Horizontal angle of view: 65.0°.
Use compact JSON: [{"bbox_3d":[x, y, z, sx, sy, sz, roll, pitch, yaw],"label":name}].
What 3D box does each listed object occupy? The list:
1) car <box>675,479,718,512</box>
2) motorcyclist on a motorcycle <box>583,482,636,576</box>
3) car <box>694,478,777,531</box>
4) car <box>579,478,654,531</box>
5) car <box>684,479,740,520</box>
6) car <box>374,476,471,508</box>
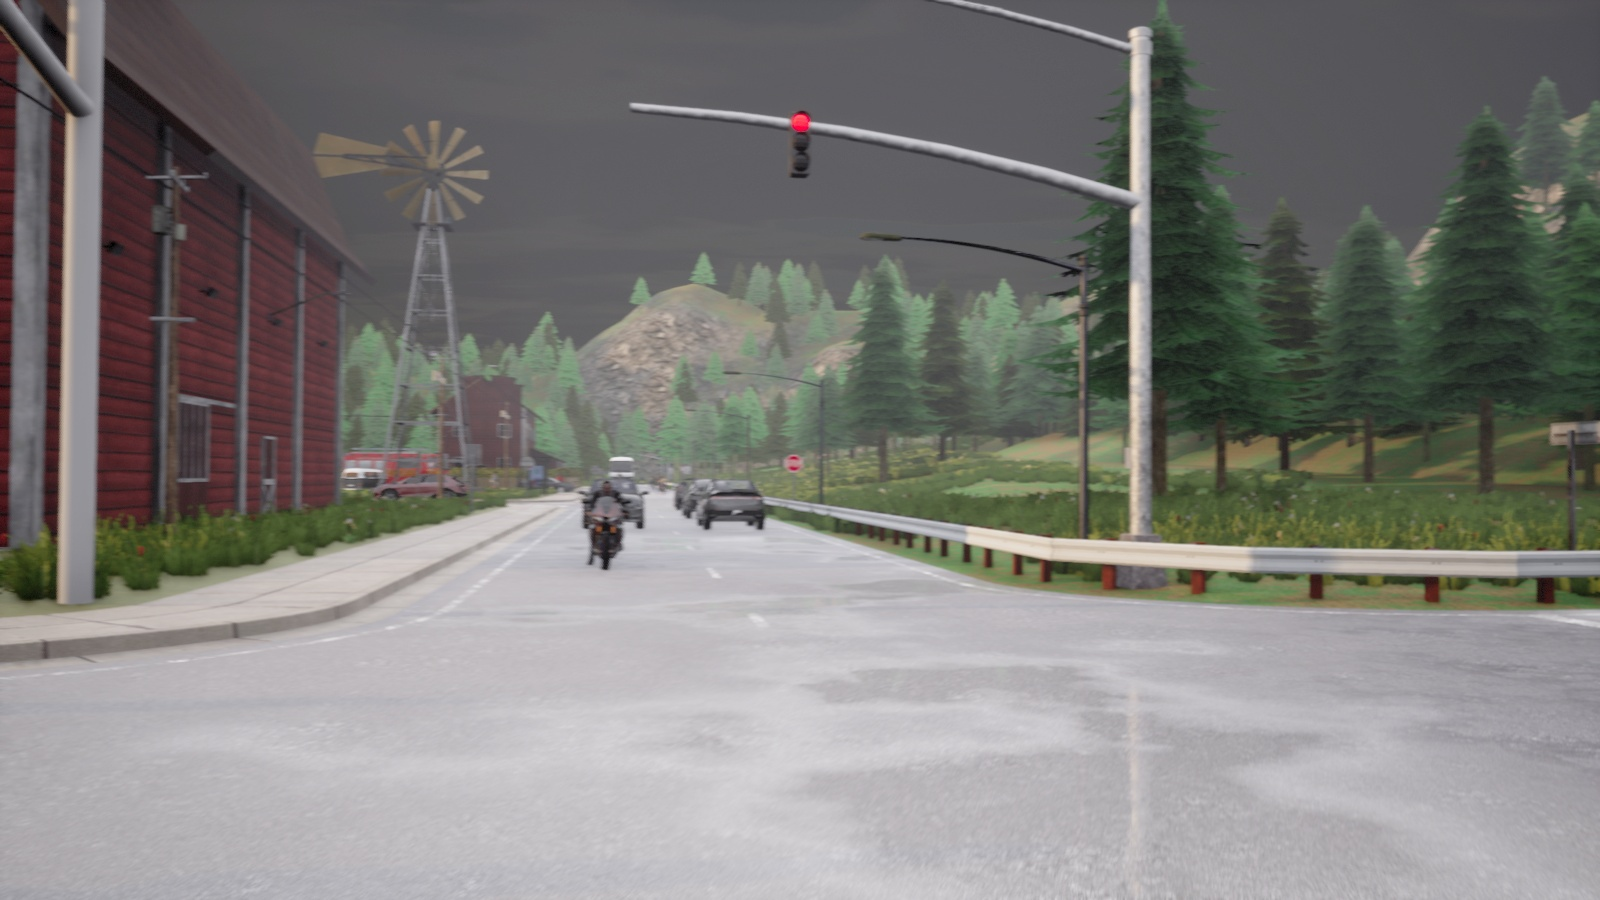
[{"bbox_3d":[-4.941,2.121,59.427,1.845,1.501,3.633,0,-1,-8],"label":"car"},{"bbox_3d":[-3.306,1.337,21.917,0.866,1.530,2.191,0,-1,-8],"label":"motorcyclist on a motorcycle"},{"bbox_3d":[-2.043,1.606,38.391,2.128,1.511,4.902,0,-1,-8],"label":"car"},{"bbox_3d":[-5.569,1.615,38.346,2.128,1.511,4.902,0,-1,-8],"label":"car"},{"bbox_3d":[-3.433,1.874,48.483,1.837,1.490,4.892,0,-1,-8],"label":"car"},{"bbox_3d":[-20.468,2.269,68.250,4.856,1.649,2.033,0,-1,-12],"label":"car"}]
